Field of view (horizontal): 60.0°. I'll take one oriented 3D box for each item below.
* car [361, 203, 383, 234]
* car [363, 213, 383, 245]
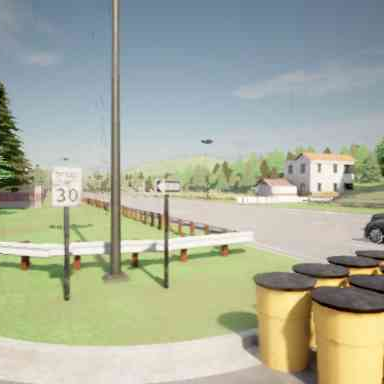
[{"bbox_3d":[11.258,1.400,16.434,2.128,1.511,4.902,0,0,-23],"label":"car"},{"bbox_3d":[9.037,1.435,12.739,1.837,1.490,4.892,0,0,-23],"label":"car"}]
